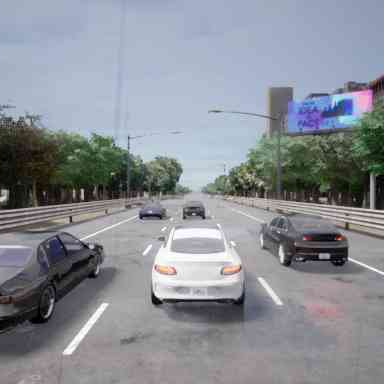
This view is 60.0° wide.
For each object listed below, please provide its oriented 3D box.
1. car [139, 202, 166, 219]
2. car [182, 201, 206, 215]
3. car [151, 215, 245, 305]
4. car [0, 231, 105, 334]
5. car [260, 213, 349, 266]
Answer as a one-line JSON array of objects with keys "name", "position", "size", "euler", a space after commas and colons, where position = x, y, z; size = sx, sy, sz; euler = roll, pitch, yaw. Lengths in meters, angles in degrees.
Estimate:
[{"name": "car", "position": [-3.331, 1.563, 28.630], "size": [1.994, 1.385, 4.181], "euler": [0, 0, 0]}, {"name": "car", "position": [0.171, 1.504, 28.580], "size": [1.837, 1.490, 4.892], "euler": [0, 0, 0]}, {"name": "car", "position": [0.119, 1.526, 7.976], "size": [1.812, 1.442, 4.674], "euler": [0, 0, 0]}, {"name": "car", "position": [-3.383, 1.547, 7.083], "size": [2.033, 1.411, 5.357], "euler": [0, 0, 0]}, {"name": "car", "position": [3.628, 1.504, 11.519], "size": [1.837, 1.490, 4.892], "euler": [0, 0, 0]}]
